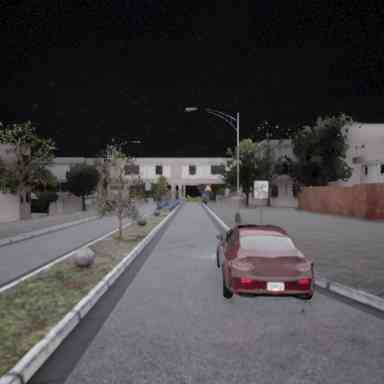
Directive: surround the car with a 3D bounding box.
[{"bbox_3d":[1.609,1.521,8.265,1.812,1.442,4.674,0,0,3],"label":"car"}]
